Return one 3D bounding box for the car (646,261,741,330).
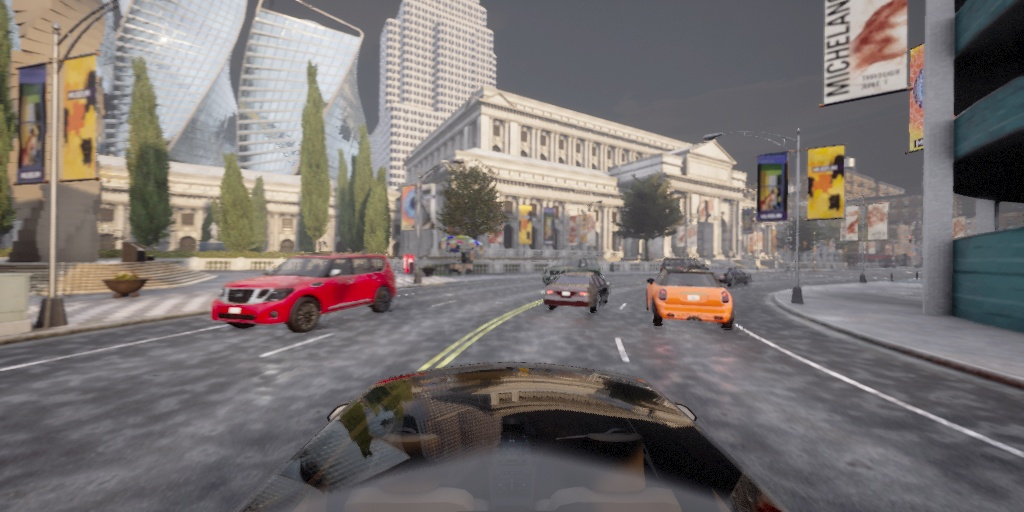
[{"bbox_3d":[5.686,1.190,11.968,2.097,1.767,4.553,1,0,18],"label":"car"}]

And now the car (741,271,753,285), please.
[{"bbox_3d":[16.359,1.543,27.240,5.357,1.411,2.033,1,0,-38],"label":"car"}]

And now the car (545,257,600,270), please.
[{"bbox_3d":[4.221,1.070,24.635,2.150,2.045,5.566,0,0,36],"label":"car"}]

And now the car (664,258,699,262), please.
[{"bbox_3d":[14.663,1.203,30.240,5.566,2.045,2.150,1,0,-38],"label":"car"}]

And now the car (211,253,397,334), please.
[{"bbox_3d":[-5.755,0.924,10.977,2.150,2.045,5.566,0,0,14],"label":"car"}]

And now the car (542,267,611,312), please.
[{"bbox_3d":[2.816,1.358,14.661,2.033,1.411,5.357,1,0,22],"label":"car"}]
